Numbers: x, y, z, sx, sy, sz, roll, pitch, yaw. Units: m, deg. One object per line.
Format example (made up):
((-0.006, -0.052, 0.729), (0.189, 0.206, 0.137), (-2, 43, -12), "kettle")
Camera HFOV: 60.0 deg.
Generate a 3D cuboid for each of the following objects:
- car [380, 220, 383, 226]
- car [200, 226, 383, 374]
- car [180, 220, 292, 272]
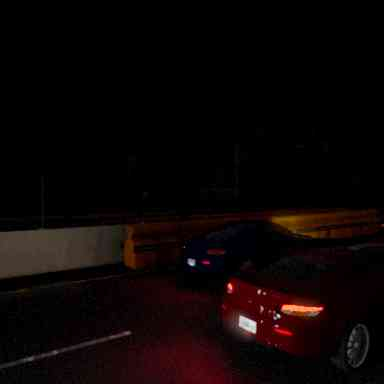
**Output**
((10.908, 1.545, 15.825), (5.357, 1.411, 2.033), (0, 0, -36), "car")
((2.577, 1.525, 5.592), (4.674, 1.442, 1.812), (0, 0, -36), "car")
((1.860, 1.525, 9.376), (4.674, 1.442, 1.812), (0, 0, -36), "car")
